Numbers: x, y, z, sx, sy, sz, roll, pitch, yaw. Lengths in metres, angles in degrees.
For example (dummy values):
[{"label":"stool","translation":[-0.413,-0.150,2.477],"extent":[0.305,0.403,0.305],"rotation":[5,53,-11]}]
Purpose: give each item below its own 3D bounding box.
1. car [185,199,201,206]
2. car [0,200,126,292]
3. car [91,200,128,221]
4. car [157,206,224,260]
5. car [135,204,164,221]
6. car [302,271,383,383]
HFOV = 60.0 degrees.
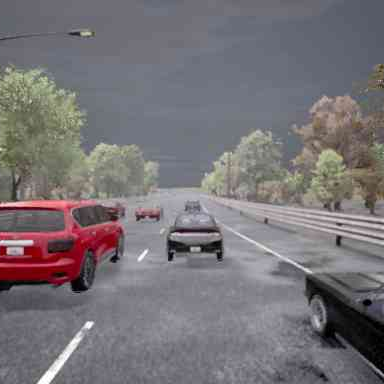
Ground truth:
[{"label":"car","translation":[0.099,1.556,41.483],"extent":[2.128,1.511,4.902],"rotation":[0,0,0]},{"label":"car","translation":[-3.400,1.233,9.096],"extent":[2.150,2.045,5.566],"rotation":[0,0,0]},{"label":"car","translation":[-6.902,1.518,28.311],"extent":[1.882,1.535,5.008],"rotation":[0,0,0]},{"label":"car","translation":[0.101,1.507,12.420],"extent":[2.128,1.511,4.902],"rotation":[0,0,0]},{"label":"car","translation":[-3.402,1.641,27.540],"extent":[1.895,1.301,4.718],"rotation":[0,0,0]},{"label":"car","translation":[2.934,1.606,3.716],"extent":[1.895,1.301,4.718],"rotation":[0,0,-3]}]
